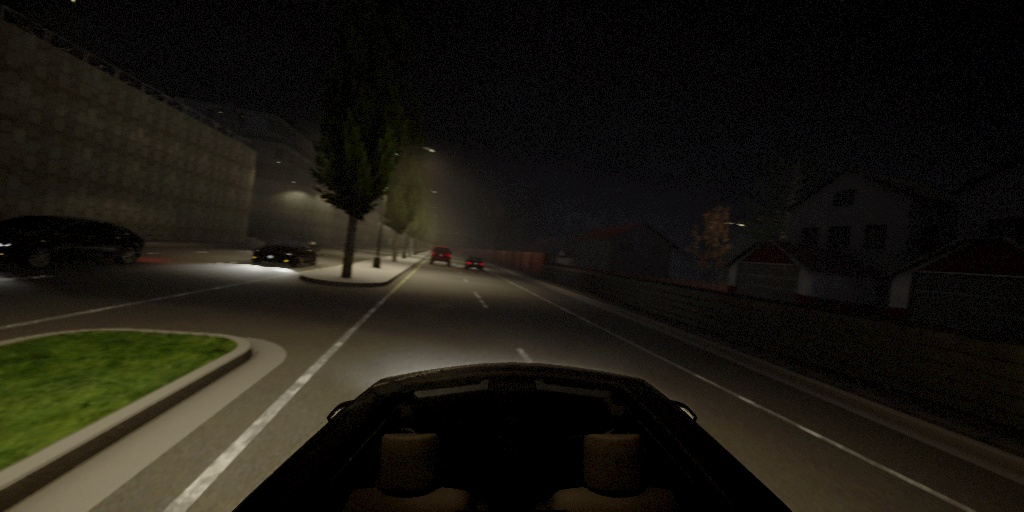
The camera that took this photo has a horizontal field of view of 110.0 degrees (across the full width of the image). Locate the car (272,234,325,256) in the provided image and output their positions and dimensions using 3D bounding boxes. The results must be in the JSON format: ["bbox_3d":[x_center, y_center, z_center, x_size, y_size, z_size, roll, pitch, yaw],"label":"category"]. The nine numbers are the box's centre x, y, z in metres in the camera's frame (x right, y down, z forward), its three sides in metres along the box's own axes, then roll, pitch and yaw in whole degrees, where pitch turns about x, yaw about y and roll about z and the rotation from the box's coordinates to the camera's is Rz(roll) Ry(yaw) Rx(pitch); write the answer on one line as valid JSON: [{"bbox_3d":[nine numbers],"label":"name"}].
[{"bbox_3d":[-17.699,-0.877,30.053,2.033,1.411,5.357,7,0,-11],"label":"car"}]

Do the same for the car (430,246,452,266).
[{"bbox_3d":[-7.999,-0.064,40.413,2.150,2.045,5.566,7,0,-11],"label":"car"}]

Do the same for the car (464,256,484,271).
[{"bbox_3d":[-4.105,0.750,38.360,2.033,1.411,5.357,7,0,-11],"label":"car"}]

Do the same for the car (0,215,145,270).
[{"bbox_3d":[-13.971,-0.494,11.032,1.837,1.490,4.892,7,0,-11],"label":"car"}]

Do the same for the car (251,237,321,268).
[{"bbox_3d":[-12.098,-0.209,19.390,1.994,1.385,4.181,7,0,-11],"label":"car"}]
